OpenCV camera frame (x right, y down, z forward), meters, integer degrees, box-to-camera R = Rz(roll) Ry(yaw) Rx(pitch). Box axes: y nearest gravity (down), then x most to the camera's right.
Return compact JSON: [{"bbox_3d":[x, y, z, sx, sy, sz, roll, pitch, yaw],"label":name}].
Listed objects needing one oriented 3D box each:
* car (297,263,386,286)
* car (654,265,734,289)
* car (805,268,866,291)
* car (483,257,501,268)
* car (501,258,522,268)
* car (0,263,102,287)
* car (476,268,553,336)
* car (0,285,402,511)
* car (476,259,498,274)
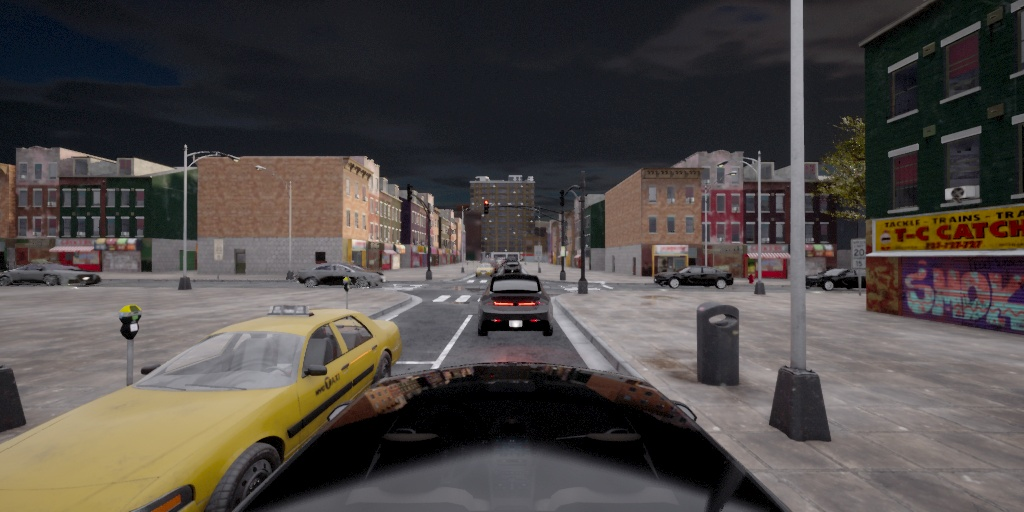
[{"bbox_3d":[-10.032,1.179,21.272,4.902,1.511,2.128,0,0,0],"label":"car"},{"bbox_3d":[12.255,1.393,24.366,5.008,1.535,1.882,1,0,0],"label":"car"},{"bbox_3d":[22.383,1.546,24.428,5.008,1.535,1.882,1,0,-1],"label":"car"},{"bbox_3d":[-2.693,1.100,41.568,2.192,1.841,5.009,0,0,0],"label":"car"},{"bbox_3d":[0.052,1.286,38.798,1.837,1.490,4.892,0,0,0],"label":"car"},{"bbox_3d":[-27.140,1.134,21.161,4.181,1.385,1.994,0,0,0],"label":"car"},{"bbox_3d":[0.084,1.257,10.381,1.837,1.490,4.892,0,0,0],"label":"car"},{"bbox_3d":[-2.641,1.276,3.998,1.751,1.417,4.829,0,0,0],"label":"car"},{"bbox_3d":[-2.685,1.302,35.955,1.751,1.417,4.829,0,0,0],"label":"car"}]
